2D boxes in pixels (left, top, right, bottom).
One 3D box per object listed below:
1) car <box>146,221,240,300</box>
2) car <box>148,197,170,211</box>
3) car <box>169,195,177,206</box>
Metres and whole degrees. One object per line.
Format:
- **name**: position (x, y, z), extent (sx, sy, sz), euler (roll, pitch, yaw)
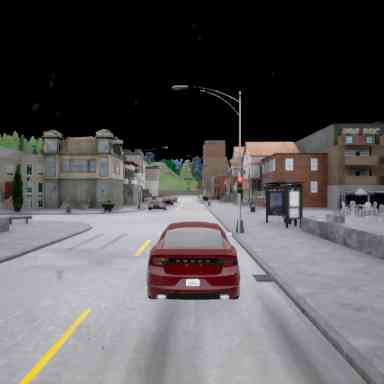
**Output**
- **car**: position (0.049, 1.478, 8.455), extent (1.882, 1.535, 5.008), euler (0, 0, 1)
- **car**: position (-4.102, 1.564, 39.975), extent (1.994, 1.385, 4.181), euler (0, 0, 0)
- **car**: position (-4.090, 1.601, 56.235), extent (1.895, 1.301, 4.718), euler (0, 0, 0)
